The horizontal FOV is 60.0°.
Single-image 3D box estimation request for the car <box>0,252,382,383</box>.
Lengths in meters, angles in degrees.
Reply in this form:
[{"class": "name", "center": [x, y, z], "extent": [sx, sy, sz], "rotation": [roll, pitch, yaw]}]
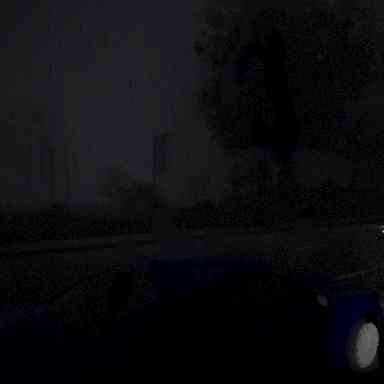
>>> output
[{"class": "car", "center": [0.313, 1.476, 3.922], "extent": [5.008, 1.535, 1.882], "rotation": [0, 0, -35]}]
